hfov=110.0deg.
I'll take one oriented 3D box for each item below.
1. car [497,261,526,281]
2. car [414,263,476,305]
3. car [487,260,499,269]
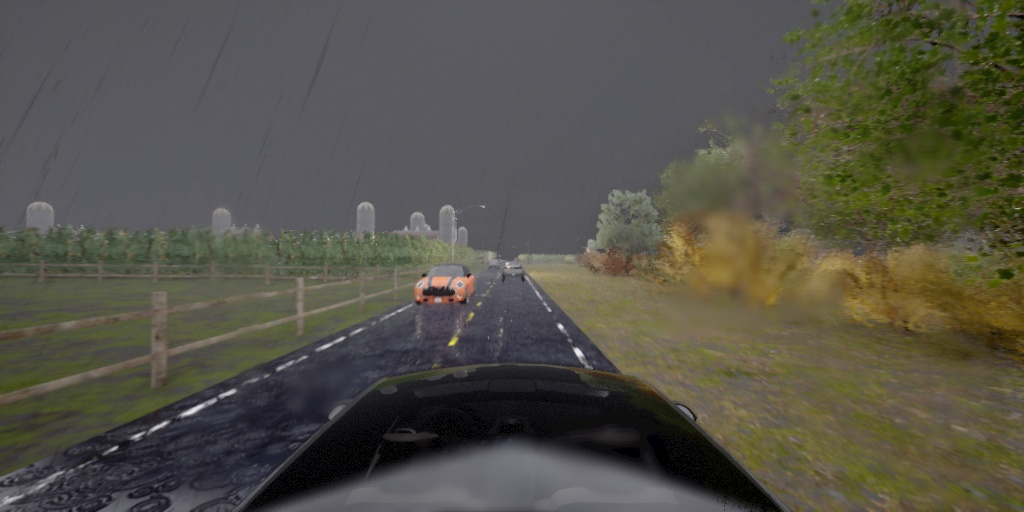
[{"bbox_3d":[0.106,1.282,30.455,2.128,1.511,4.902,0,0,0],"label":"car"},{"bbox_3d":[-2.840,1.122,16.066,2.097,1.767,4.553,0,0,0],"label":"car"},{"bbox_3d":[-2.774,1.336,57.085,1.837,1.490,4.892,0,0,1],"label":"car"}]
